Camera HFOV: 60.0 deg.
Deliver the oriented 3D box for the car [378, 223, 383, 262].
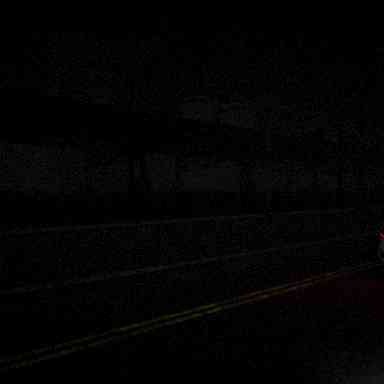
[{"bbox_3d":[7.335,1.159,9.163,5.566,2.045,2.150,-1,0,-36],"label":"car"}]
